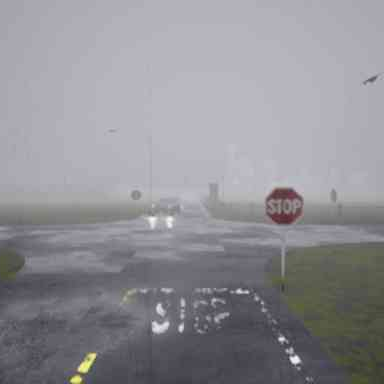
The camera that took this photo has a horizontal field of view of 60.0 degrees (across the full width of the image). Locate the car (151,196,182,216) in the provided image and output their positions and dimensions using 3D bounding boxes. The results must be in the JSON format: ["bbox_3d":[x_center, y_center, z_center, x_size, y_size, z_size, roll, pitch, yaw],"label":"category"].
[{"bbox_3d":[-2.437,1.275,31.786,2.097,1.767,4.553,0,0,9],"label":"car"}]

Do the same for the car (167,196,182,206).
[{"bbox_3d":[-2.742,1.365,53.861,2.128,1.511,4.902,0,0,0],"label":"car"}]
